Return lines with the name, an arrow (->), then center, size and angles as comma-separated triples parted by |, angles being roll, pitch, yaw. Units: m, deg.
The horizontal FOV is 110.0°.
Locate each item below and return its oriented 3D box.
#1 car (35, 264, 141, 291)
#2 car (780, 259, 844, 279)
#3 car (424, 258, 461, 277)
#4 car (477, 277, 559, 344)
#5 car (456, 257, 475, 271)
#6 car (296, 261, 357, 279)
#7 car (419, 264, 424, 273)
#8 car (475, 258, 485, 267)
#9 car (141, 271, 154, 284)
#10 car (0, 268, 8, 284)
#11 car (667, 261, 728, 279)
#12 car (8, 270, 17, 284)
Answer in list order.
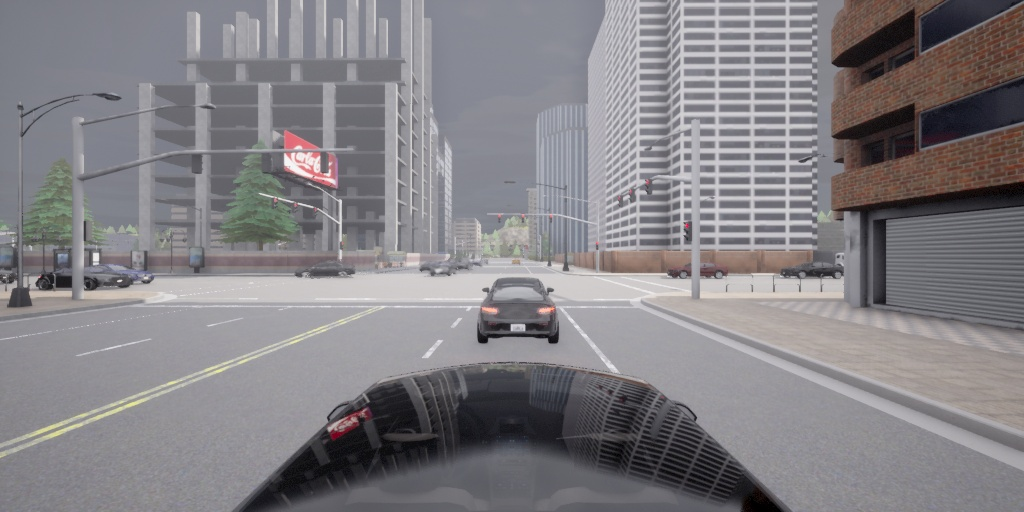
car -> -25.503, 1.314, 21.503 | 4.181, 1.385, 1.994 | 0, 0, 0
car -> 26.664, 1.228, 31.838 | 5.008, 1.535, 1.882 | 0, 0, 0
car -> -6.712, 1.242, 35.269 | 2.128, 1.511, 4.902 | 0, 0, 1
car -> 0.160, 1.276, 9.502 | 1.812, 1.442, 4.674 | 0, 0, 1
car -> -6.548, 1.255, 48.453 | 1.837, 1.490, 4.892 | 0, 0, 1
car -> -16.712, 1.255, 32.419 | 4.892, 1.490, 1.837 | 0, 3, -18
car -> -10.095, 1.297, 44.904 | 2.033, 1.411, 5.357 | 0, 0, 1
car -> -6.336, 1.351, 63.435 | 1.895, 1.301, 4.718 | 0, 0, 1
car -> -27.857, 1.276, 25.020 | 4.674, 1.442, 1.812 | 0, 0, 0
car -> -34.201, 1.102, 21.566 | 4.553, 1.767, 2.097 | 0, 0, 0
car -> 16.471, 1.228, 31.918 | 5.008, 1.535, 1.882 | 0, 0, 0
car -> -37.846, 1.255, 25.091 | 4.892, 1.490, 1.837 | 0, 0, 0
